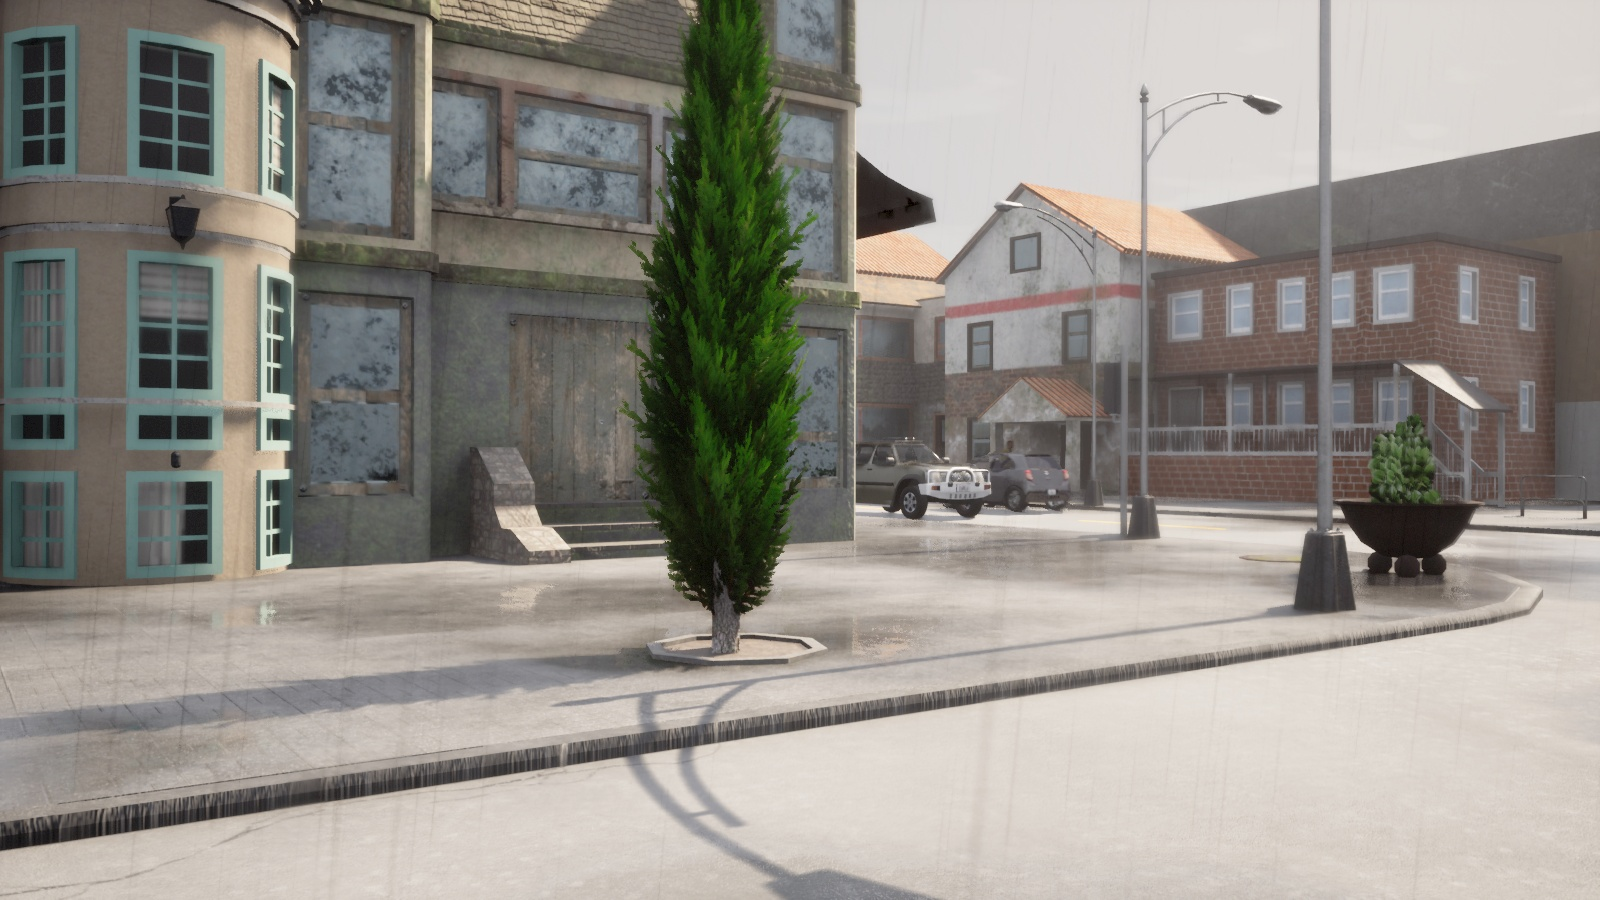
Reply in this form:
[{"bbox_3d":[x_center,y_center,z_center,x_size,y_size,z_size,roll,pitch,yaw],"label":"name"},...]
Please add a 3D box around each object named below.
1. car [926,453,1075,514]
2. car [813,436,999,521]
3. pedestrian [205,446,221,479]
[{"bbox_3d":[5.185,0.828,32.808,1.845,1.501,3.633,0,0,-35],"label":"car"},{"bbox_3d":[2.406,0.629,29.817,1.932,1.855,4.605,0,0,-34],"label":"car"},{"bbox_3d":[-32.642,0.690,69.770,0.634,1.844,0.899,0,0,-37],"label":"pedestrian"}]
